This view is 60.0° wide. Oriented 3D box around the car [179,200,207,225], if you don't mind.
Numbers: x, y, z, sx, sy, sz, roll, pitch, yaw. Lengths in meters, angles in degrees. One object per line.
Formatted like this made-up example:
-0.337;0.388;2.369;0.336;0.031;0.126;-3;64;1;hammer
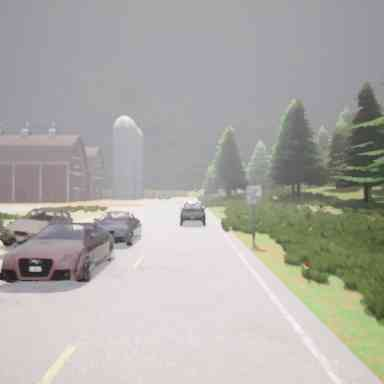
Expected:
0.065;1.545;24.753;2.128;1.511;4.902;0;0;0;car

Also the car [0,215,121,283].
-3.594;1.585;9.628;1.994;1.385;4.181;0;0;0;car

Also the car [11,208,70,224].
-6.472;1.487;14.492;1.816;1.474;4.193;6;-1;-2;car

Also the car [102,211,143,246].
-3.500;1.598;15.379;1.994;1.385;4.181;0;0;0;car

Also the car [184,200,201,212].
0.074;1.680;41.314;1.895;1.301;4.718;0;0;0;car
